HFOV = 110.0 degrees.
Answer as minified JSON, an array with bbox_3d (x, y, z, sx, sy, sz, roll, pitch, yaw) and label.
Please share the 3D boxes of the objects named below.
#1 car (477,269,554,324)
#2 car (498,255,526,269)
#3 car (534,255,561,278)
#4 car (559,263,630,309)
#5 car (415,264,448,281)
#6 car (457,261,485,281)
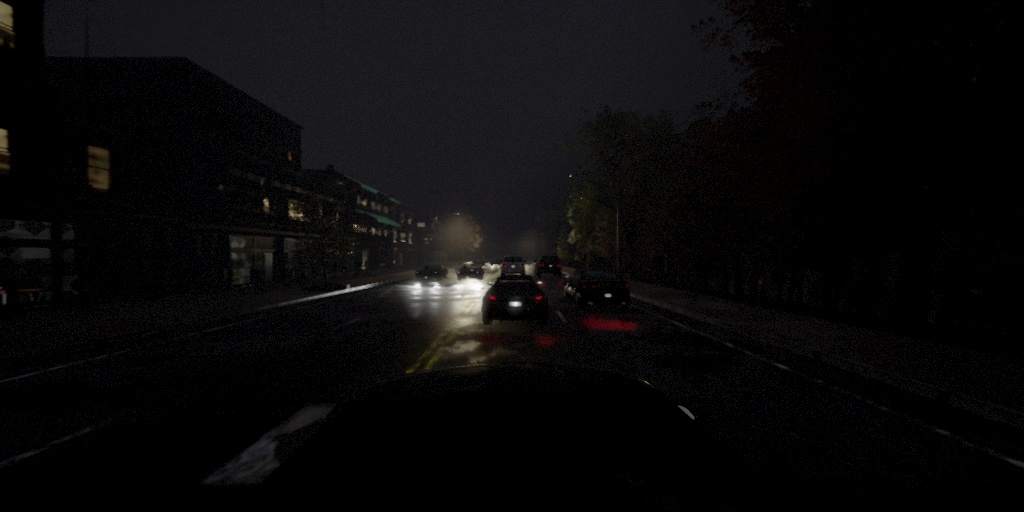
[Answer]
[{"bbox_3d":[0.101,1.312,11.989,1.994,1.385,4.181,0,0,0],"label":"car"},{"bbox_3d":[0.108,0.966,33.769,2.150,2.045,5.566,0,0,0],"label":"car"},{"bbox_3d":[3.358,0.966,33.777,2.150,2.045,5.566,0,0,0],"label":"car"},{"bbox_3d":[3.353,1.225,14.973,1.882,1.535,5.008,0,0,0],"label":"car"},{"bbox_3d":[-6.591,1.347,29.730,1.895,1.301,4.718,0,0,0],"label":"car"},{"bbox_3d":[-3.341,1.347,29.538,1.895,1.301,4.718,0,0,0],"label":"car"}]
